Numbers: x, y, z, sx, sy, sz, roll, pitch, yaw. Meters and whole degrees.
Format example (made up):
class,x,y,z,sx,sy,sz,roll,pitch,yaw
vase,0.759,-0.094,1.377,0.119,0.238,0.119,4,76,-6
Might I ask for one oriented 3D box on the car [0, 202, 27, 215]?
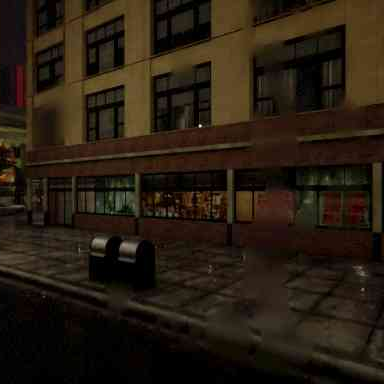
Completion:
class,x,y,z,sx,sy,sz,roll,pitch,yaw
car,-18.036,1.611,31.253,1.895,1.301,4.718,0,0,36
